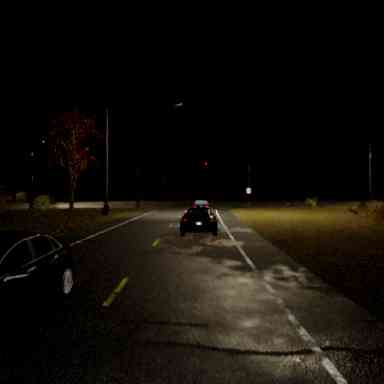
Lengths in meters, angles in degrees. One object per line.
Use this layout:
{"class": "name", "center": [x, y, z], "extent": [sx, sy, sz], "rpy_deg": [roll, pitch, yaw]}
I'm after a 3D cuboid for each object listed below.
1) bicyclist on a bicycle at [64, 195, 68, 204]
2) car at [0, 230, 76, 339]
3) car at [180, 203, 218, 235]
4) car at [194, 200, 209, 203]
{"class": "bicyclist on a bicycle", "center": [-24.247, 1.490, 63.855], "extent": [0.582, 1.620, 1.656], "rpy_deg": [-1, 0, 6]}
{"class": "car", "center": [-3.548, 1.499, 5.675], "extent": [1.837, 1.490, 4.892], "rpy_deg": [0, 0, 1]}
{"class": "car", "center": [0.391, 1.545, 18.615], "extent": [1.994, 1.385, 4.181], "rpy_deg": [0, 0, 1]}
{"class": "car", "center": [1.004, 1.498, 34.739], "extent": [2.033, 1.411, 5.357], "rpy_deg": [0, 0, 3]}
